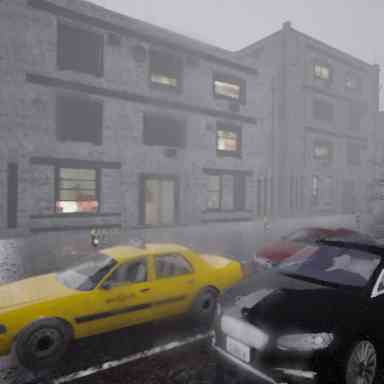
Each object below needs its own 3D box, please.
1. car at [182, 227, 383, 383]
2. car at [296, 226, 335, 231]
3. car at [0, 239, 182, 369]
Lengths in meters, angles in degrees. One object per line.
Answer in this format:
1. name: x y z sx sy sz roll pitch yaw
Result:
1. car: 2.511 1.504 5.158 4.902 1.511 2.128 0 0 -35
2. car: 3.469 1.604 9.025 4.206 1.307 1.802 0 0 -35
3. car: -1.173 1.532 5.712 4.829 1.417 1.752 0 0 -35
